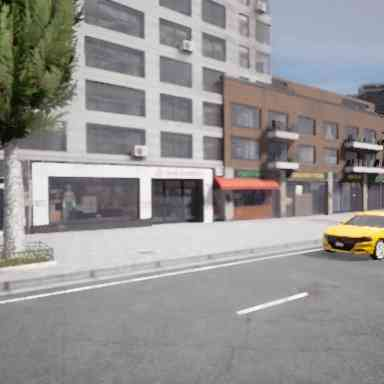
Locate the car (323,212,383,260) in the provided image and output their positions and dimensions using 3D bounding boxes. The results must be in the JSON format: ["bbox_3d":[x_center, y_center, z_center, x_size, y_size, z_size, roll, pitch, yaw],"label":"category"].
[{"bbox_3d":[7.008,1.504,12.675,5.008,1.535,1.882,0,0,-35],"label":"car"}]
